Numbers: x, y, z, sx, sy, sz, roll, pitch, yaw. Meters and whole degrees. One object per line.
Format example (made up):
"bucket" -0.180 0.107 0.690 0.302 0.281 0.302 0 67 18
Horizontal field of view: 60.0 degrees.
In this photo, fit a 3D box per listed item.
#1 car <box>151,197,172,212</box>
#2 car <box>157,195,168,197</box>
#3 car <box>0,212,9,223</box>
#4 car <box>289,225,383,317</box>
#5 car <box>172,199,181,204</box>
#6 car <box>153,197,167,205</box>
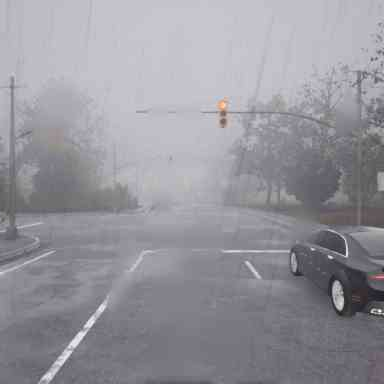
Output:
"car" -3.823 1.589 39.650 2.033 1.411 5.357 0 0 -2
"car" -4.628 1.418 52.069 2.150 2.045 5.566 0 -1 -6
"car" -15.474 1.675 23.045 4.718 1.301 1.895 -1 0 -3
"car" 3.599 1.505 7.441 1.837 1.490 4.892 0 0 1
"car" -4.368 2.432 83.174 1.895 1.301 4.718 0 -1 -22
"car" -8.055 2.218 83.001 2.097 1.767 4.553 0 -1 -25
